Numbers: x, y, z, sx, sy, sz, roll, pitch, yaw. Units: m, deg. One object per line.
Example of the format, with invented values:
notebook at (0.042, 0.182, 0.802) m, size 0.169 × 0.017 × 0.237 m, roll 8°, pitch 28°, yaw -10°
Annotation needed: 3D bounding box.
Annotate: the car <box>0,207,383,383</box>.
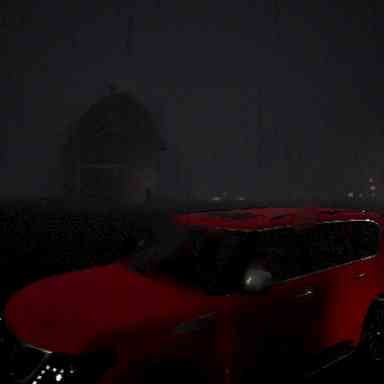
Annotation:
car at (0.602, 1.254, 4.285) m, size 5.566 × 2.045 × 2.150 m, roll 1°, pitch 0°, yaw -35°
